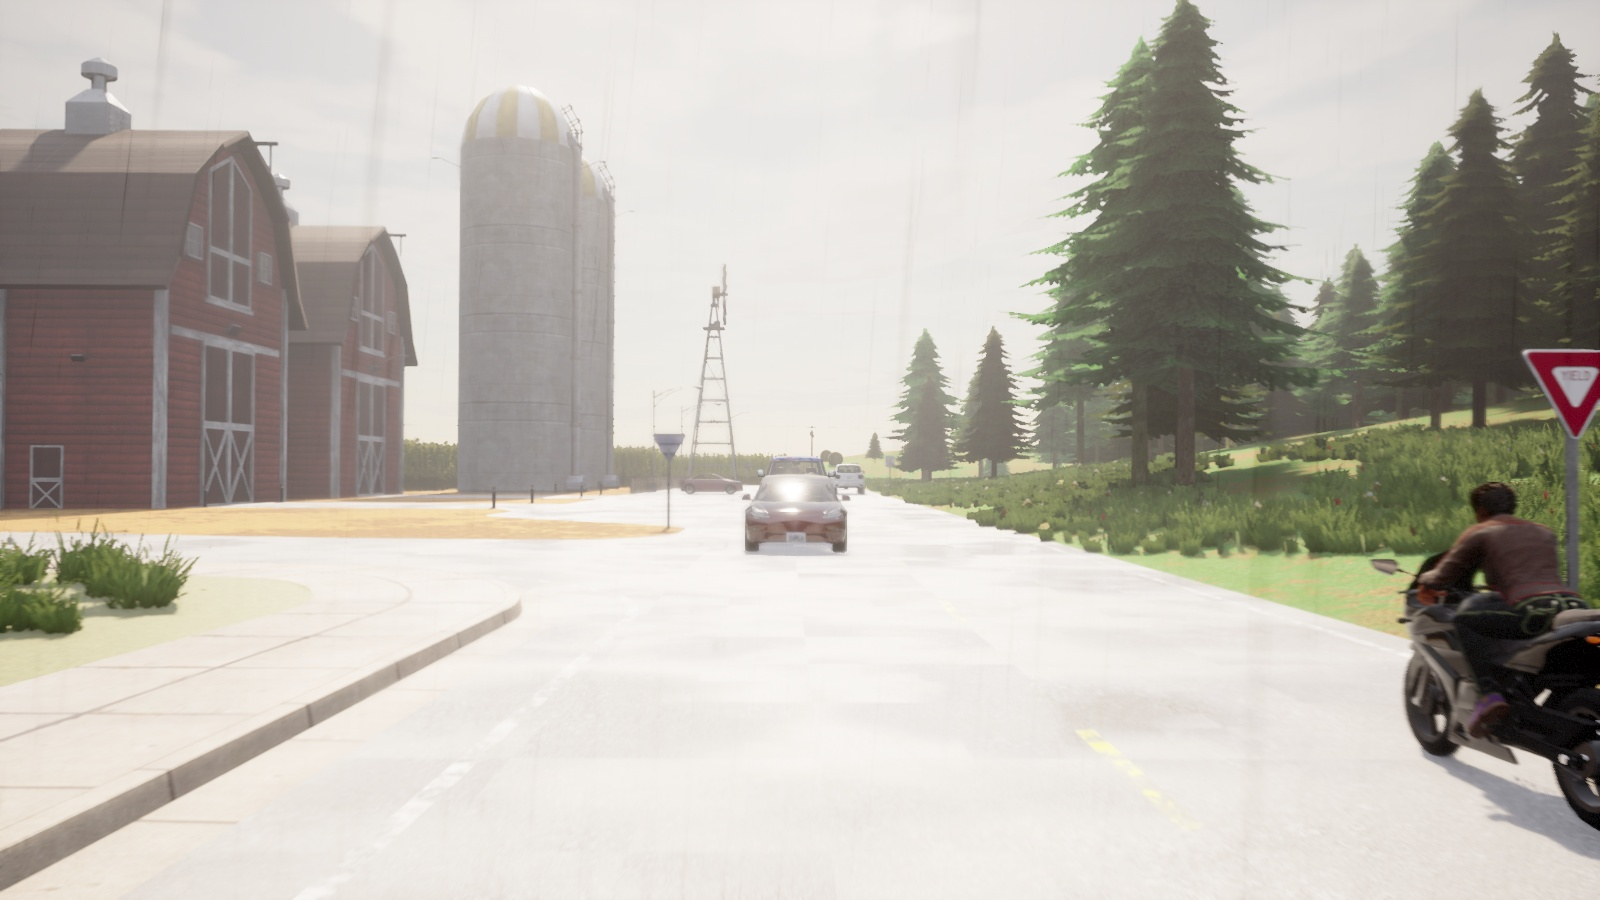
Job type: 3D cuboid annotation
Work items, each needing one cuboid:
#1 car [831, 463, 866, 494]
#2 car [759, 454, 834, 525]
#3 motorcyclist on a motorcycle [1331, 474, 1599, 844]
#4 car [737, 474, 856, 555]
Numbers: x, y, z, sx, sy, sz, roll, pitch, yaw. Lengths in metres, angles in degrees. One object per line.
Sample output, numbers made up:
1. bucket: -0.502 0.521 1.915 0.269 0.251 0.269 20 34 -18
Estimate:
1. car: 3.268 1.961 86.067 2.150 2.045 5.566 0 -1 0
2. car: -0.107 1.192 39.316 2.150 2.045 5.566 0 -1 0
3. motorcyclist on a motorcycle: 3.482 0.887 6.240 0.797 1.523 2.044 0 -1 0
4. car: -0.068 1.230 25.389 2.163 1.488 4.792 0 -1 0
